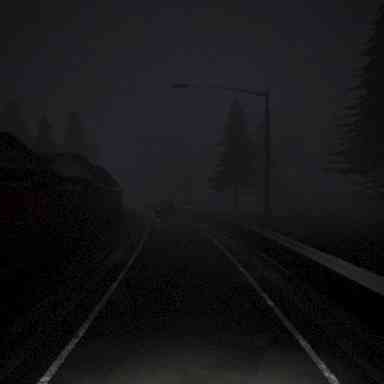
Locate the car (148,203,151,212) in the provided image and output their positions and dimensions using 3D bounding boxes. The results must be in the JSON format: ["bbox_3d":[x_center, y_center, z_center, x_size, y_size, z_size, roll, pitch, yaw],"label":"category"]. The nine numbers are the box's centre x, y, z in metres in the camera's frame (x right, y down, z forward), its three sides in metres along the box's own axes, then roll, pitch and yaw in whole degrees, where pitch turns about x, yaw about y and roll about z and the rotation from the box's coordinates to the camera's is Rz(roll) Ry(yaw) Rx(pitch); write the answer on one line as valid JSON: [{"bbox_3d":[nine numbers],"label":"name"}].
[{"bbox_3d":[-4.978,1.930,45.874,1.812,1.442,4.674,0,0,-13],"label":"car"}]

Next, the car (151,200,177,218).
[{"bbox_3d":[-2.811,1.655,34.471,2.097,1.767,4.553,0,-1,-10],"label":"car"}]
